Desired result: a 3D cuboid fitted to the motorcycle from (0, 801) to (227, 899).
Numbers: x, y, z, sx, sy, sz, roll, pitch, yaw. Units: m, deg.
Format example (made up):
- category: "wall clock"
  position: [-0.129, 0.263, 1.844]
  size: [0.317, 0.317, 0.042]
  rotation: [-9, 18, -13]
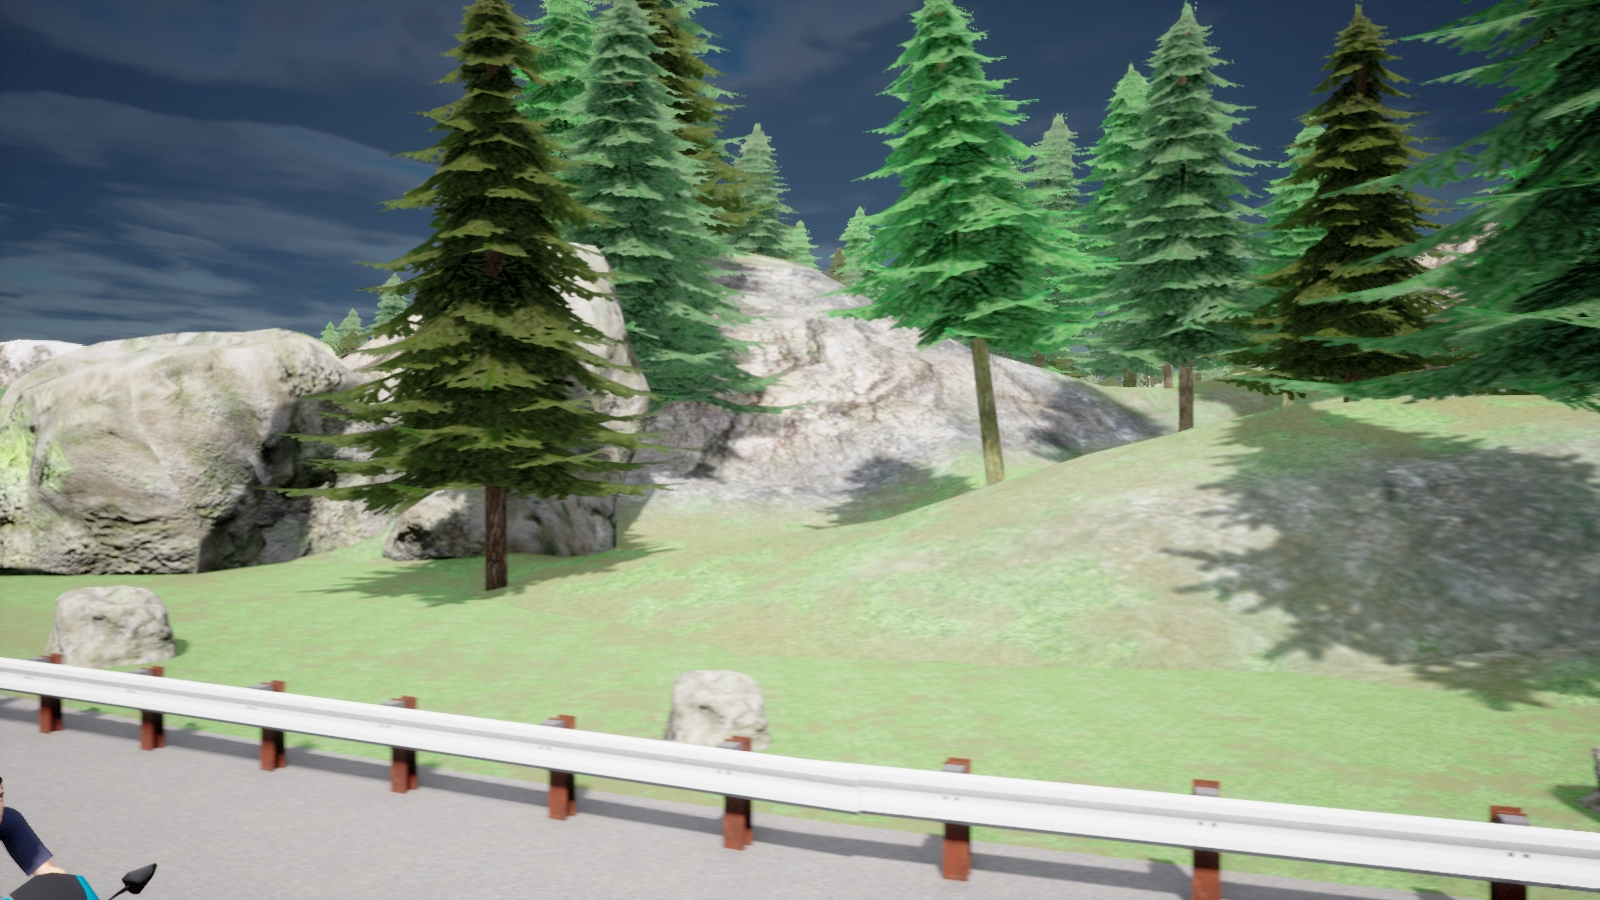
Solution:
- category: "motorcycle"
  position: [-3.375, 2.178, 4.585]
  size: [2.033, 1.217, 0.803]
  rotation: [0, 0, 24]
